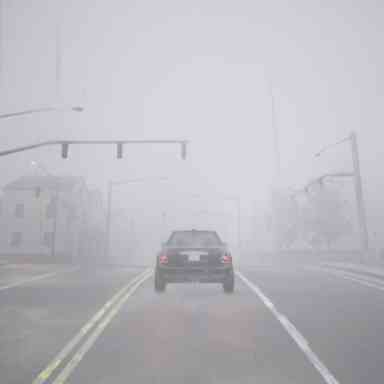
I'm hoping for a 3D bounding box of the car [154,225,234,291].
[{"bbox_3d":[0.073,1.979,10.580,2.097,1.767,4.553,0,-8,0],"label":"car"}]
